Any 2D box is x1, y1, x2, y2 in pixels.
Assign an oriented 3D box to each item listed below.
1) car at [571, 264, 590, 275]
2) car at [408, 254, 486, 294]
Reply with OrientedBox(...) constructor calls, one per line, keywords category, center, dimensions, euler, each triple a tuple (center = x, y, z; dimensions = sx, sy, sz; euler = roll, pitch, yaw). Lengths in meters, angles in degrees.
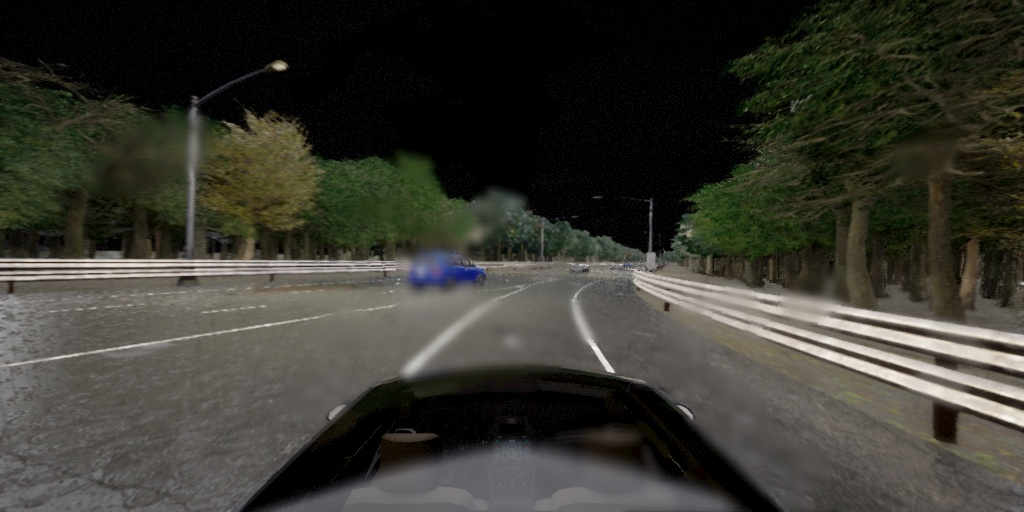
OrientedBox(category="car", center=(9.715, 1.834, 50.848), dimensions=(2.128, 1.511, 4.902), euler=(1, 0, 24))
OrientedBox(category="car", center=(-3.523, 0.964, 20.511), dimensions=(2.150, 2.045, 5.566), euler=(1, 0, 24))
